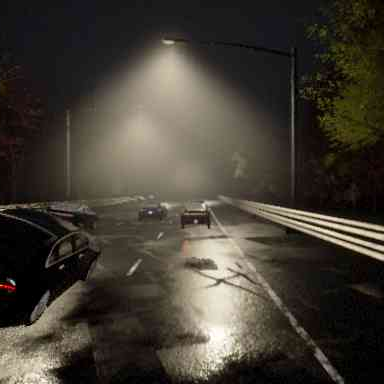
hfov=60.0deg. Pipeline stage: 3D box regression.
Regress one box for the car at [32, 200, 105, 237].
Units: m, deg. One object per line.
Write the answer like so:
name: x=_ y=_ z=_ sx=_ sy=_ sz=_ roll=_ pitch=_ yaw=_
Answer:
car: x=-6.602 y=1.386 z=18.514 sx=2.128 sy=1.511 sz=4.902 roll=8 pitch=-3 yaw=0

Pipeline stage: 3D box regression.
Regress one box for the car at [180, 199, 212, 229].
car: x=0.254 y=1.489 z=21.824 sx=2.128 sy=1.511 sz=4.902 roll=0 pitch=0 yaw=1

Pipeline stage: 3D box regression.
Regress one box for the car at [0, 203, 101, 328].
car: x=-3.235 y=1.210 z=6.969 sx=1.837 sy=1.490 sz=4.892 roll=23 pitch=2 yaw=0

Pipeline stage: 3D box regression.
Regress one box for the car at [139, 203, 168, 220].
car: x=-3.155 y=1.559 z=27.643 sx=1.994 sy=1.385 sz=4.181 roll=0 pitch=0 yaw=1
